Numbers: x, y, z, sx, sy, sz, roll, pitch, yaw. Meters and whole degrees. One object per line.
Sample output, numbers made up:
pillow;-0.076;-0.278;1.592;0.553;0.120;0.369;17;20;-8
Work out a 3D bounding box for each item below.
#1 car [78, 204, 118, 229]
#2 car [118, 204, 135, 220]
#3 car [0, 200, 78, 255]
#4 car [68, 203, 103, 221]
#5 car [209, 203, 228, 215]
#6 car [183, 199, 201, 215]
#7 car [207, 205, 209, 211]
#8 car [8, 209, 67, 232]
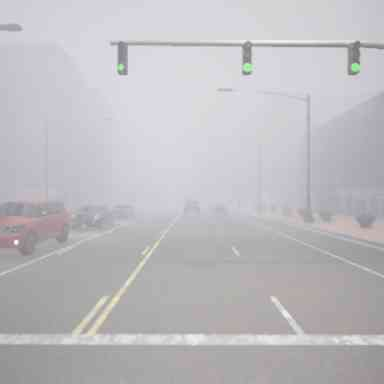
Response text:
car;-7.060;1.656;23.892;2.097;1.767;4.553;0;-1;0
car;-7.057;1.968;33.931;1.882;1.535;5.008;0;-1;0
car;-7.072;1.371;14.254;2.150;2.045;5.566;0;-1;0
car;-10.555;1.956;33.294;1.882;1.535;5.008;0;-1;0
car;3.496;2.180;42.749;1.812;1.442;4.674;0;-1;0
car;-0.004;1.868;42.368;2.150;2.045;5.566;0;-1;0
car;3.495;2.387;52.749;2.033;1.411;5.357;0;-1;0
car;-10.565;1.892;23.150;1.895;1.301;4.718;0;-1;0
